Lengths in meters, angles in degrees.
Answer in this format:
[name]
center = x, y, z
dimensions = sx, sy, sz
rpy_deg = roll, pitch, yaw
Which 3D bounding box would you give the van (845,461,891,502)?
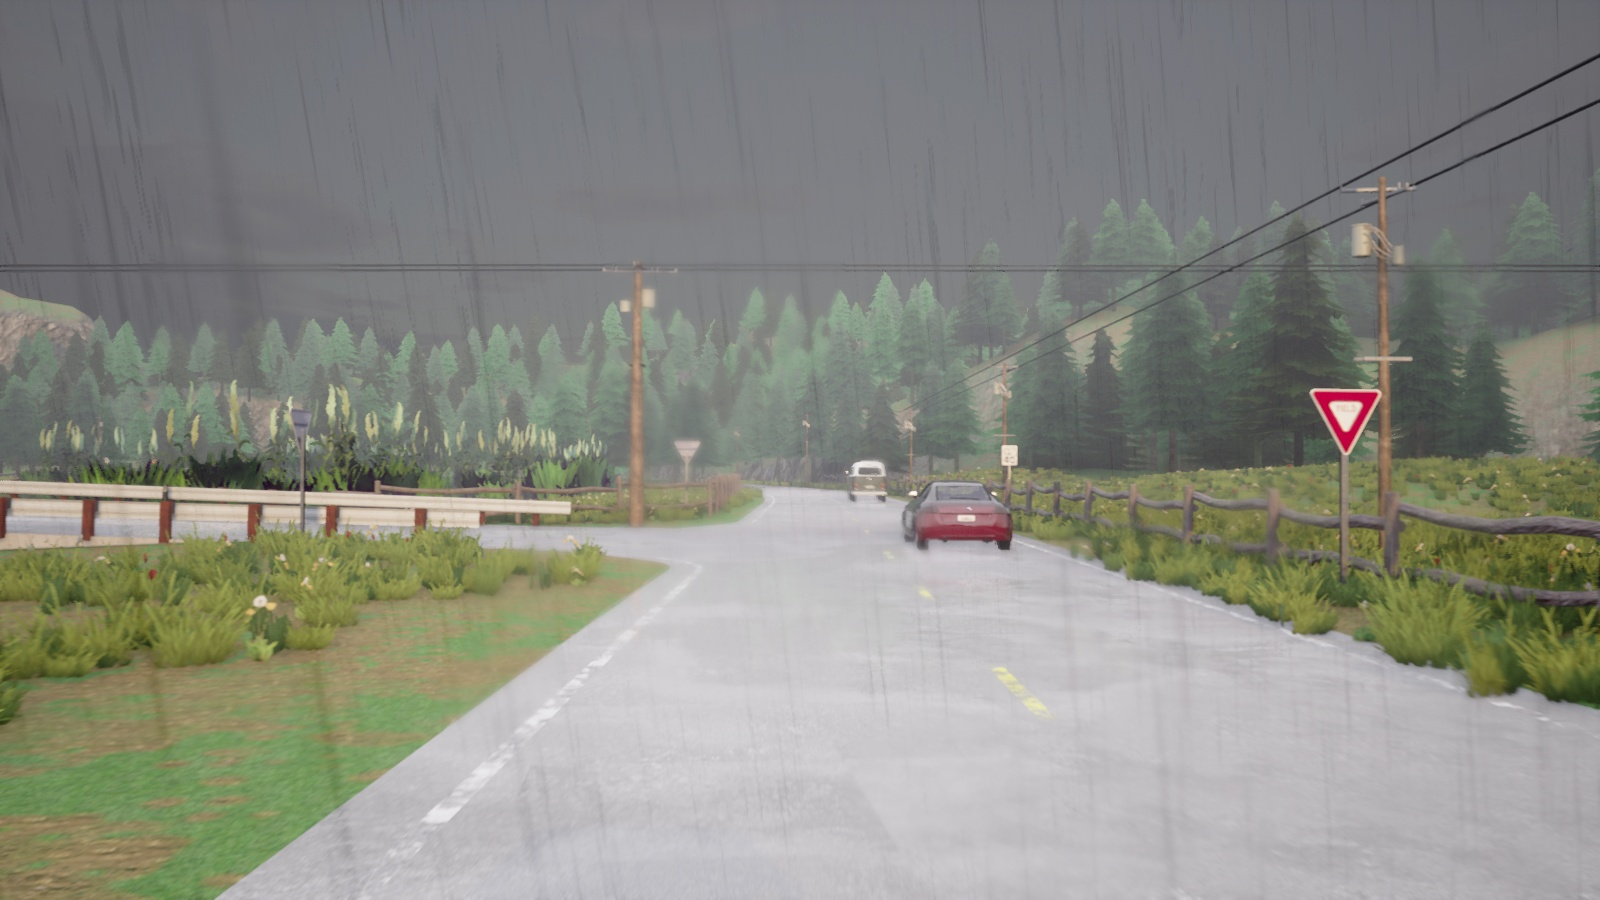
[van]
center = 3.492, 1.611, 64.951
dimensions = 2.069, 2.038, 4.480
rpy_deg = 0, -1, -1

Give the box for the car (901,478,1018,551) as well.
[car]
center = 3.299, 1.309, 26.757
dimensions = 1.994, 1.385, 4.181
rpy_deg = 0, -1, 1
